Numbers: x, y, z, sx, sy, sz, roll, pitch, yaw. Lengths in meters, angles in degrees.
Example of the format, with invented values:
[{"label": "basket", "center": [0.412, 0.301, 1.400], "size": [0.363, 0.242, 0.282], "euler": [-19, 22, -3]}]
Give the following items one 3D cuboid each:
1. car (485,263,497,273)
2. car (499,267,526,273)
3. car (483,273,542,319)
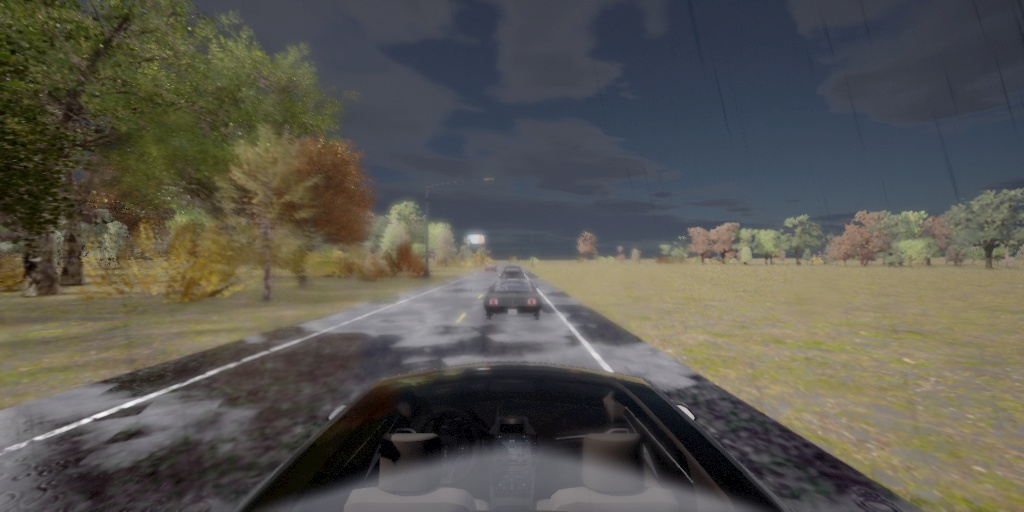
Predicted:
[{"label": "car", "center": [-3.544, 1.968, 60.486], "size": [1.882, 1.535, 5.008], "euler": [0, -1, 1]}, {"label": "car", "center": [0.048, 1.601, 29.153], "size": [1.837, 1.490, 4.892], "euler": [0, 0, 0]}, {"label": "car", "center": [0.041, 1.499, 13.531], "size": [1.895, 1.301, 4.718], "euler": [0, -1, 0]}]
